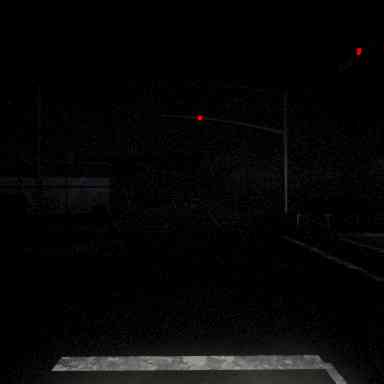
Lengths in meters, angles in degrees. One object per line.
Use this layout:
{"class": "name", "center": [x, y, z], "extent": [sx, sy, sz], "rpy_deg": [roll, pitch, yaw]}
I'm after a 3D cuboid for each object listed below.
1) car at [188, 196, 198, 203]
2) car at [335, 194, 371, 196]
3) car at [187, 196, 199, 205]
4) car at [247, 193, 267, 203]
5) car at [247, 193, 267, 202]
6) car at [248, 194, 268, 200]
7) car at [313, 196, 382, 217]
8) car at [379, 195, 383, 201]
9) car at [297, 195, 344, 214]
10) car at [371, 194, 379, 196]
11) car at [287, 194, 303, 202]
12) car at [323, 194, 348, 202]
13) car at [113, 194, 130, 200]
{"class": "car", "center": [0.249, 1.547, 69.629], "extent": [2.033, 1.411, 5.357], "rpy_deg": [0, 0, 0]}
{"class": "car", "center": [20.636, 1.320, 43.223], "extent": [3.633, 1.501, 1.845], "rpy_deg": [0, 0, 0]}
{"class": "car", "center": [0.229, 1.505, 59.243], "extent": [1.837, 1.490, 4.892], "rpy_deg": [0, 0, 0]}
{"class": "car", "center": [12.827, 1.361, 65.605], "extent": [3.806, 1.475, 1.970], "rpy_deg": [0, 0, 0]}
{"class": "car", "center": [13.426, 1.077, 68.932], "extent": [3.866, 1.878, 1.905], "rpy_deg": [0, 0, 0]}
{"class": "car", "center": [18.102, 1.333, 91.563], "extent": [4.902, 1.511, 2.128], "rpy_deg": [0, 0, 0]}
{"class": "car", "center": [13.070, 1.339, 28.212], "extent": [4.514, 1.523, 2.007], "rpy_deg": [0, 0, 0]}
{"class": "car", "center": [38.701, 1.153, 62.601], "extent": [5.027, 1.636, 2.152], "rpy_deg": [0, 0, 0]}
{"class": "car", "center": [13.006, 1.330, 31.348], "extent": [5.027, 1.636, 2.152], "rpy_deg": [0, 0, 0]}
{"class": "car", "center": [38.354, 1.232, 69.017], "extent": [3.806, 1.475, 1.970], "rpy_deg": [0, 0, 0]}
{"class": "car", "center": [21.306, 1.097, 65.675], "extent": [4.605, 1.855, 1.932], "rpy_deg": [0, 0, 0]}
{"class": "car", "center": [31.291, 1.298, 72.653], "extent": [4.514, 1.523, 2.007], "rpy_deg": [0, 0, 0]}
{"class": "car", "center": [-19.433, 1.332, 91.525], "extent": [4.674, 1.442, 1.812], "rpy_deg": [0, 0, 0]}
